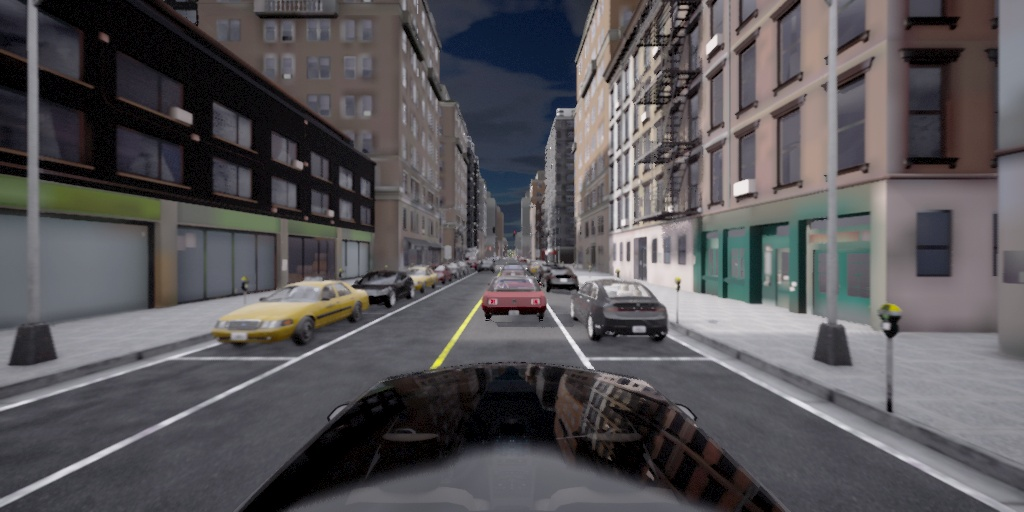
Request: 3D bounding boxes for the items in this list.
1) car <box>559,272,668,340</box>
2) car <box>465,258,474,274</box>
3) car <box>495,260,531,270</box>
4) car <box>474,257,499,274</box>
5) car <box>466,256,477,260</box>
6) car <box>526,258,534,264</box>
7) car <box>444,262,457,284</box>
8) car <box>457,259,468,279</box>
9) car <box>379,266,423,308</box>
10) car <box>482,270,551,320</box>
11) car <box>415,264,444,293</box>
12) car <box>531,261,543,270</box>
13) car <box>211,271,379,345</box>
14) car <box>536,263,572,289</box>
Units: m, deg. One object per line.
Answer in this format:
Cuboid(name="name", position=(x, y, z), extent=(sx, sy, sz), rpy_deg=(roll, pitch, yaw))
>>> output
Cuboid(name="car", position=(2.644, 1.281, 9.635), extent=(2.007, 1.370, 4.403), rpy_deg=(0, 0, 0))
Cuboid(name="car", position=(-5.358, 1.208, 36.716), extent=(2.007, 1.370, 4.403), rpy_deg=(0, 0, 0))
Cuboid(name="car", position=(0.086, 1.237, 26.389), extent=(2.033, 1.411, 5.357), rpy_deg=(0, 0, 0))
Cuboid(name="car", position=(-2.804, 1.152, 40.243), extent=(1.837, 1.490, 4.892), rpy_deg=(0, 0, 0))
Cuboid(name="car", position=(-5.349, 0.939, 47.541), extent=(2.192, 1.841, 5.009), rpy_deg=(0, 0, 0))
Cuboid(name="car", position=(2.667, 1.184, 36.870), extent=(1.751, 1.417, 4.829), rpy_deg=(0, 0, 0))
Cuboid(name="car", position=(-5.367, 1.272, 25.890), extent=(1.802, 1.307, 4.207), rpy_deg=(0, 0, 0))
Cuboid(name="car", position=(-5.363, 1.225, 31.303), extent=(2.007, 1.370, 4.403), rpy_deg=(0, 0, 0))
Cuboid(name="car", position=(-5.376, 1.282, 15.064), extent=(1.948, 1.339, 4.313), rpy_deg=(0, 0, 0))
Cuboid(name="car", position=(0.084, 1.325, 12.425), extent=(1.895, 1.301, 4.718), rpy_deg=(0, 0, 0))
Cuboid(name="car", position=(-5.372, 1.229, 20.307), extent=(1.751, 1.417, 4.829), rpy_deg=(0, 0, 0))
Cuboid(name="car", position=(2.658, 1.256, 25.874), extent=(1.948, 1.339, 4.313), rpy_deg=(0, 0, 0))
Cuboid(name="car", position=(-5.381, 1.255, 9.481), extent=(1.751, 1.417, 4.829), rpy_deg=(0, 0, 0))
Cuboid(name="car", position=(2.653, 1.270, 20.461), extent=(1.948, 1.339, 4.313), rpy_deg=(0, 0, 0))
